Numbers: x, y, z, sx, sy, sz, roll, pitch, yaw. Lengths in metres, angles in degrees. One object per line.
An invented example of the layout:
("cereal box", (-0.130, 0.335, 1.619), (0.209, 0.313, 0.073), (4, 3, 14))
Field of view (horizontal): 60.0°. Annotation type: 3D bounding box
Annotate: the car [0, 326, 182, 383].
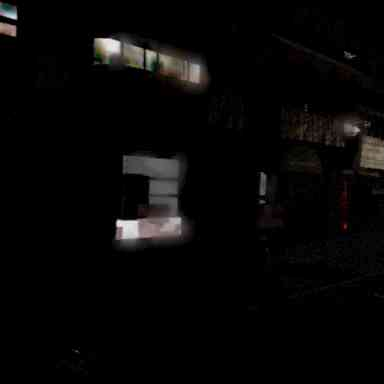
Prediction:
("car", (-2.094, 1.533, 1.383), (4.507, 1.381, 1.887), (0, 1, -35))
